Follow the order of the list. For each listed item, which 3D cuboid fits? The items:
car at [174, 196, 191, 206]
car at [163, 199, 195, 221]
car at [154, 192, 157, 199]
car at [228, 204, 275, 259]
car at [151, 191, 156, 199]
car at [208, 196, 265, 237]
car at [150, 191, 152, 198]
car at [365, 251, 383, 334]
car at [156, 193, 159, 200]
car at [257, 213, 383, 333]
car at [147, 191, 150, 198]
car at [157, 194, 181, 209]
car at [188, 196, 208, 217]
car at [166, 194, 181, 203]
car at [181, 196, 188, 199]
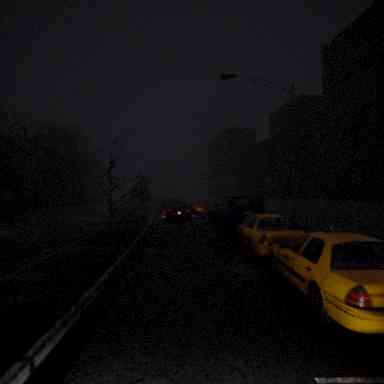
[{"bbox_3d":[-1.589,1.339,52.727,2.163,1.488,4.792,0,0,-9],"label":"car"},{"bbox_3d":[-1.118,1.512,26.519,1.994,1.385,4.181,0,0,-5],"label":"car"},{"bbox_3d":[-7.058,1.174,78.289,2.002,1.452,4.674,0,0,-12],"label":"car"},{"bbox_3d":[2.812,1.470,12.655,1.946,1.575,5.366,0,0,-2],"label":"car"},{"bbox_3d":[-8.265,1.118,83.733,2.163,1.488,4.792,0,0,-13],"label":"car"},{"bbox_3d":[2.536,1.211,18.058,2.435,2.045,5.566,0,0,-3],"label":"car"},{"bbox_3d":[-9.456,1.081,89.119,2.002,1.452,4.674,0,0,-12],"label":"car"},{"bbox_3d":[3.068,1.480,1.340,2.097,1.535,5.008,0,0,0],"label":"car"},{"bbox_3d":[-5.857,1.177,72.869,2.231,1.521,4.892,0,0,-13],"label":"car"},{"bbox_3d":[2.989,1.476,7.093,1.946,1.575,5.366,0,0,-1],"label":"car"},{"bbox_3d":[-10.664,1.020,94.565,2.163,1.488,4.792,0,0,-12],"label":"car"},{"bbox_3d":[-3.046,1.359,42.823,2.128,1.511,4.902,0,0,-8],"label":"car"},{"bbox_3d":[1.067,1.394,34.866,1.946,1.575,5.366,0,0,-6],"label":"car"},{"bbox_3d":[-3.480,1.253,62.137,2.097,1.535,5.008,0,0,-12],"label":"car"},{"bbox_3d":[-0.428,1.342,45.782,1.946,1.575,5.366,0,0,-8],"label":"car"}]
